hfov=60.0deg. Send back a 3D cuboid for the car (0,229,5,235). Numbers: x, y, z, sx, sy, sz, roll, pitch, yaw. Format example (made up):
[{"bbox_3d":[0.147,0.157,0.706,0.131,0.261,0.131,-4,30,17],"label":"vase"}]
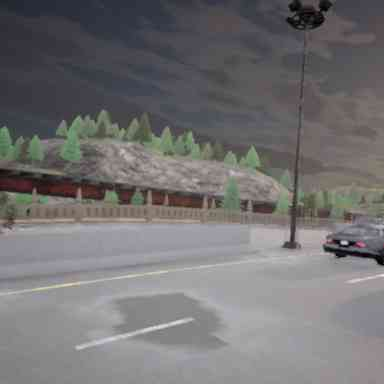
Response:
[{"bbox_3d":[-8.444,1.560,10.866,4.181,1.385,1.994,1,0,-35],"label":"car"}]

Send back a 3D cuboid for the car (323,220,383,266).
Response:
[{"bbox_3d":[7.509,2.027,13.402,5.357,1.411,2.033,4,-3,-35],"label":"car"}]

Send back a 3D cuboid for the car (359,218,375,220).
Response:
[{"bbox_3d":[16.395,3.626,32.879,5.357,1.411,2.033,7,-4,-35],"label":"car"}]

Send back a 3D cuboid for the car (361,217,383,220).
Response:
[{"bbox_3d":[21.806,4.159,41.025,5.566,2.045,2.150,6,-4,-35],"label":"car"}]
